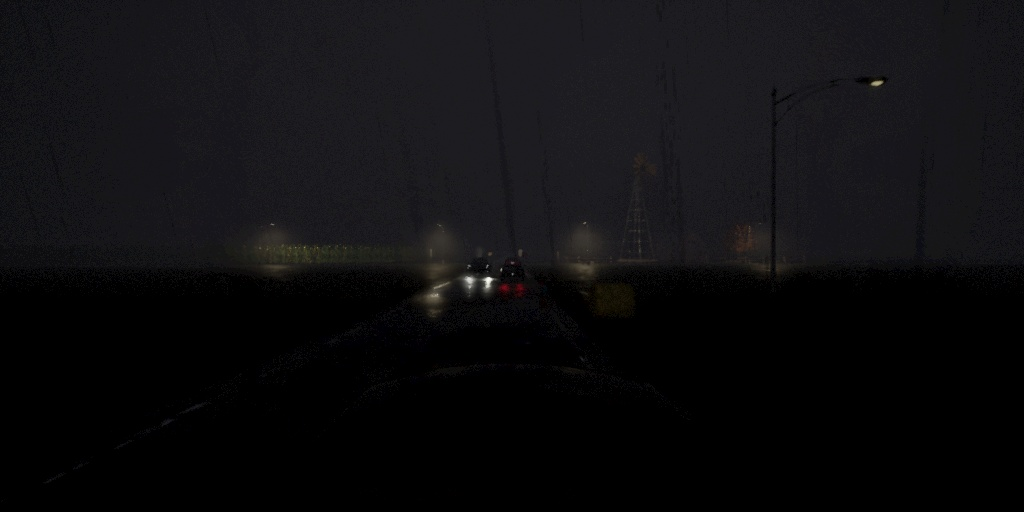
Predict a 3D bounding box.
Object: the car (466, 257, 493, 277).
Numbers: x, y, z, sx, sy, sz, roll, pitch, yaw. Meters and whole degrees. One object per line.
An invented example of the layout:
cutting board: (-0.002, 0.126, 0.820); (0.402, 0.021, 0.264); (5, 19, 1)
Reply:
car: (-2.841, 0.917, 32.358); (2.097, 1.767, 4.553); (0, 1, 0)

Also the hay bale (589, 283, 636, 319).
hay bale: (3.125, 1.351, 11.328); (1.220, 1.180, 1.240); (0, 0, 0)

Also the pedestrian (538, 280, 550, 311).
pedestrian: (1.153, 1.363, 12.413); (0.500, 1.100, 0.500); (-1, 1, 0)

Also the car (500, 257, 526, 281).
car: (0.072, 1.084, 28.348); (2.128, 1.511, 4.902); (0, 0, 0)
